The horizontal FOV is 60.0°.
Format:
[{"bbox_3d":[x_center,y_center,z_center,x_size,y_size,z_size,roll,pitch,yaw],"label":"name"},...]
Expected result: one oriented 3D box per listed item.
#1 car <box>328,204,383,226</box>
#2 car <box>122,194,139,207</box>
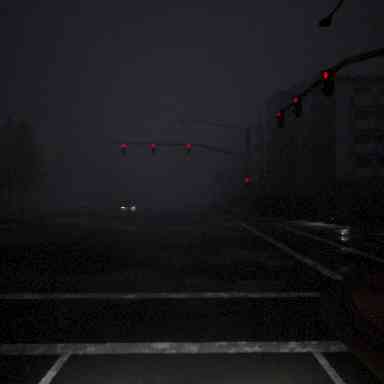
[{"bbox_3d":[12.307,1.619,24.314,4.674,1.442,1.812,0,0,-14],"label":"car"},{"bbox_3d":[-10.513,1.443,57.169,2.150,2.045,5.566,0,-1,1],"label":"car"}]
